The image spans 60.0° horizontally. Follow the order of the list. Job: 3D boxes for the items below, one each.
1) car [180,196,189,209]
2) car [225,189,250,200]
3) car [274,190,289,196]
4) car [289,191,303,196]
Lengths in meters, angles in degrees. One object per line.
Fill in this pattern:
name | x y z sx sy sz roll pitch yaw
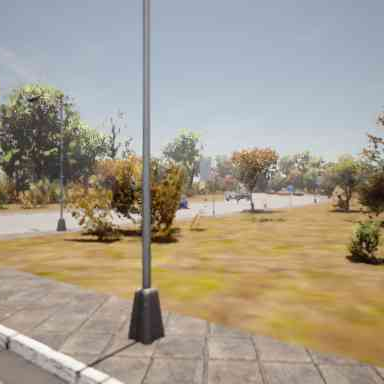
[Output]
car | -2.386 1.307 41.184 2.097 1.767 4.553 0 0 39
car | 7.412 0.570 53.370 2.150 2.045 5.566 0 1 37
car | 24.813 0.214 90.914 2.097 1.767 4.553 0 1 -4
car | 28.296 0.482 89.272 1.895 1.301 4.718 0 1 1
